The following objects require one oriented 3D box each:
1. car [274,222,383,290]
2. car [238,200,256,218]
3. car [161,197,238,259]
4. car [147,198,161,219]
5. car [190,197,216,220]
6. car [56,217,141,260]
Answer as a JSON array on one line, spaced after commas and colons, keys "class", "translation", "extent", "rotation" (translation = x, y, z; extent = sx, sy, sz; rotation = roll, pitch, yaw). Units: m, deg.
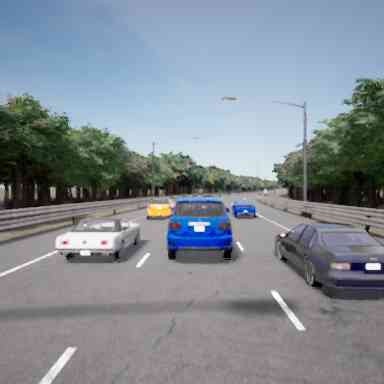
[{"class": "car", "translation": [3.702, 1.541, 9.185], "extent": [2.033, 1.411, 5.357], "rotation": [0, 0, 2]}, {"class": "car", "translation": [4.638, 1.434, 30.245], "extent": [1.882, 1.535, 5.008], "rotation": [0, 0, 4]}, {"class": "car", "translation": [0.308, 1.206, 12.731], "extent": [2.150, 2.045, 5.566], "rotation": [0, 0, 2]}, {"class": "car", "translation": [-2.473, 1.307, 28.705], "extent": [2.097, 1.767, 4.553], "rotation": [0, 0, 4]}, {"class": "car", "translation": [1.026, 1.310, 28.577], "extent": [2.097, 1.767, 4.553], "rotation": [0, 0, 4]}, {"class": "car", "translation": [-3.202, 1.585, 12.443], "extent": [1.895, 1.301, 4.718], "rotation": [0, 0, 2]}]
